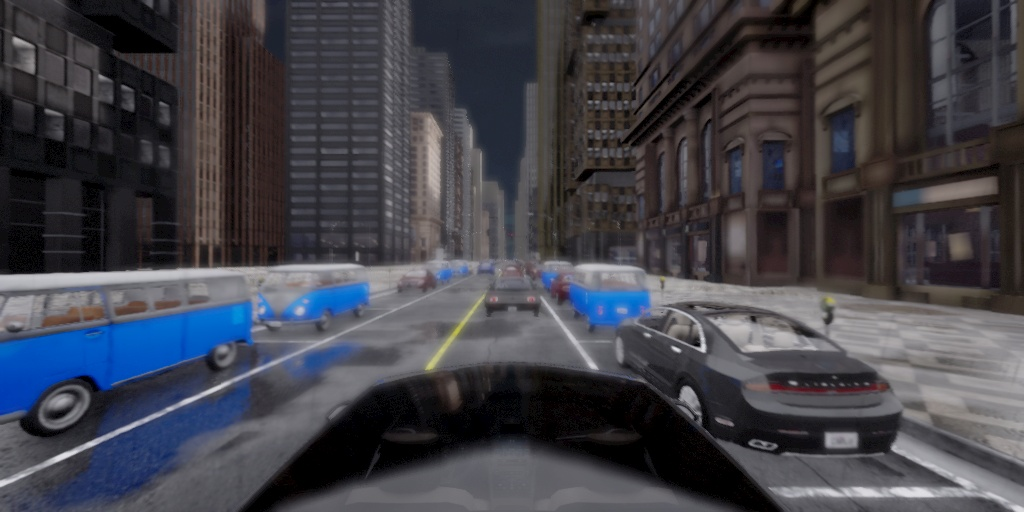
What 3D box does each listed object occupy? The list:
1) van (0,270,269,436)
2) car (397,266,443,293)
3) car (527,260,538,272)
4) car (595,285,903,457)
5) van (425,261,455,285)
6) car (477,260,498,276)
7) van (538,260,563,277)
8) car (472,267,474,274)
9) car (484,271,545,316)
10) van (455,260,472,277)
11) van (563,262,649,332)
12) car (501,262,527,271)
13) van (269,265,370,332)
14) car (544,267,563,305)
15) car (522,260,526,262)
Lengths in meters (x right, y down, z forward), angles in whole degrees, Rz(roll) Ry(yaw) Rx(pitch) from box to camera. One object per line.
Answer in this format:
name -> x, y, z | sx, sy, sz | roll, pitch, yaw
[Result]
van -> -5.763, 1.115, 5.173 | 1.690, 1.789, 3.998 | 0, 0, 0
car -> -5.763, 1.478, 22.204 | 1.802, 1.307, 4.207 | 0, 0, 0
car -> 2.762, 1.418, 33.569 | 1.967, 1.591, 4.097 | 0, 0, 0
car -> 2.762, 1.325, 5.182 | 2.007, 1.370, 4.403 | 0, 0, 0
van -> -5.763, 1.278, 27.882 | 1.690, 1.789, 3.998 | 0, 0, 0
car -> -3.056, 1.525, 42.974 | 1.882, 1.535, 5.008 | 0, -1, 0
van -> 2.762, 1.236, 22.214 | 1.690, 1.789, 3.998 | 0, 0, 0
car -> -5.764, 1.587, 44.743 | 1.751, 1.417, 4.829 | 0, 0, 0
car -> 0.039, 1.436, 13.751 | 1.895, 1.301, 4.718 | 0, 0, 1
van -> -5.764, 1.361, 39.236 | 1.690, 1.789, 3.998 | 0, 0, 0
van -> 2.762, 1.155, 10.860 | 1.690, 1.789, 3.998 | 0, 0, 0
car -> 0.048, 1.477, 29.978 | 1.812, 1.442, 4.674 | 0, 0, 0
van -> -5.763, 1.155, 10.850 | 1.690, 1.789, 3.998 | 0, 0, 0
car -> 2.762, 1.400, 16.537 | 1.888, 1.381, 4.507 | 0, 0, 0
car -> 2.761, 1.376, 44.924 | 2.192, 1.841, 5.009 | 0, 0, 0
